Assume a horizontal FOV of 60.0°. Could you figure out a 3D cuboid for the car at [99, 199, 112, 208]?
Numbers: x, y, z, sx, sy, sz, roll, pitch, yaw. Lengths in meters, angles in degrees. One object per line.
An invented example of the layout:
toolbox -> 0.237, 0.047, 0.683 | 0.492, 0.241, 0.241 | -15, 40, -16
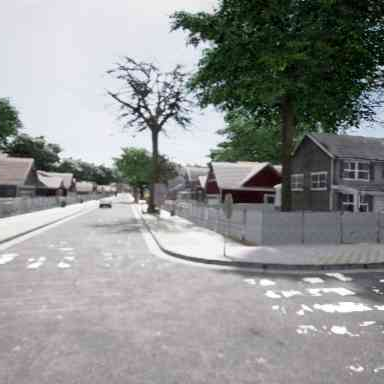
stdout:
car -> -13.542, 1.775, 52.410 | 2.033, 1.411, 5.357 | 2, -1, -11
